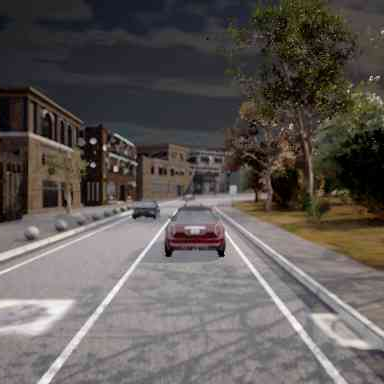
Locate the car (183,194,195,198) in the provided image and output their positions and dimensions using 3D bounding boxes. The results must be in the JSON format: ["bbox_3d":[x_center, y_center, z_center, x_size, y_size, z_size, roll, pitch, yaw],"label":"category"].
[{"bbox_3d":[-0.649,1.196,67.265,1.812,1.442,4.674,0,1,16],"label":"car"}]

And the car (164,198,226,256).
[{"bbox_3d":[0.107,1.311,13.126,2.097,1.767,4.553,0,0,0],"label":"car"}]

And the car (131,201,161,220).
[{"bbox_3d":[-3.576,1.440,26.965,2.033,1.411,5.357,0,0,0],"label":"car"}]

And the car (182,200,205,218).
[{"bbox_3d":[0.123,1.480,29.720,1.895,1.301,4.718,0,0,0],"label":"car"}]
